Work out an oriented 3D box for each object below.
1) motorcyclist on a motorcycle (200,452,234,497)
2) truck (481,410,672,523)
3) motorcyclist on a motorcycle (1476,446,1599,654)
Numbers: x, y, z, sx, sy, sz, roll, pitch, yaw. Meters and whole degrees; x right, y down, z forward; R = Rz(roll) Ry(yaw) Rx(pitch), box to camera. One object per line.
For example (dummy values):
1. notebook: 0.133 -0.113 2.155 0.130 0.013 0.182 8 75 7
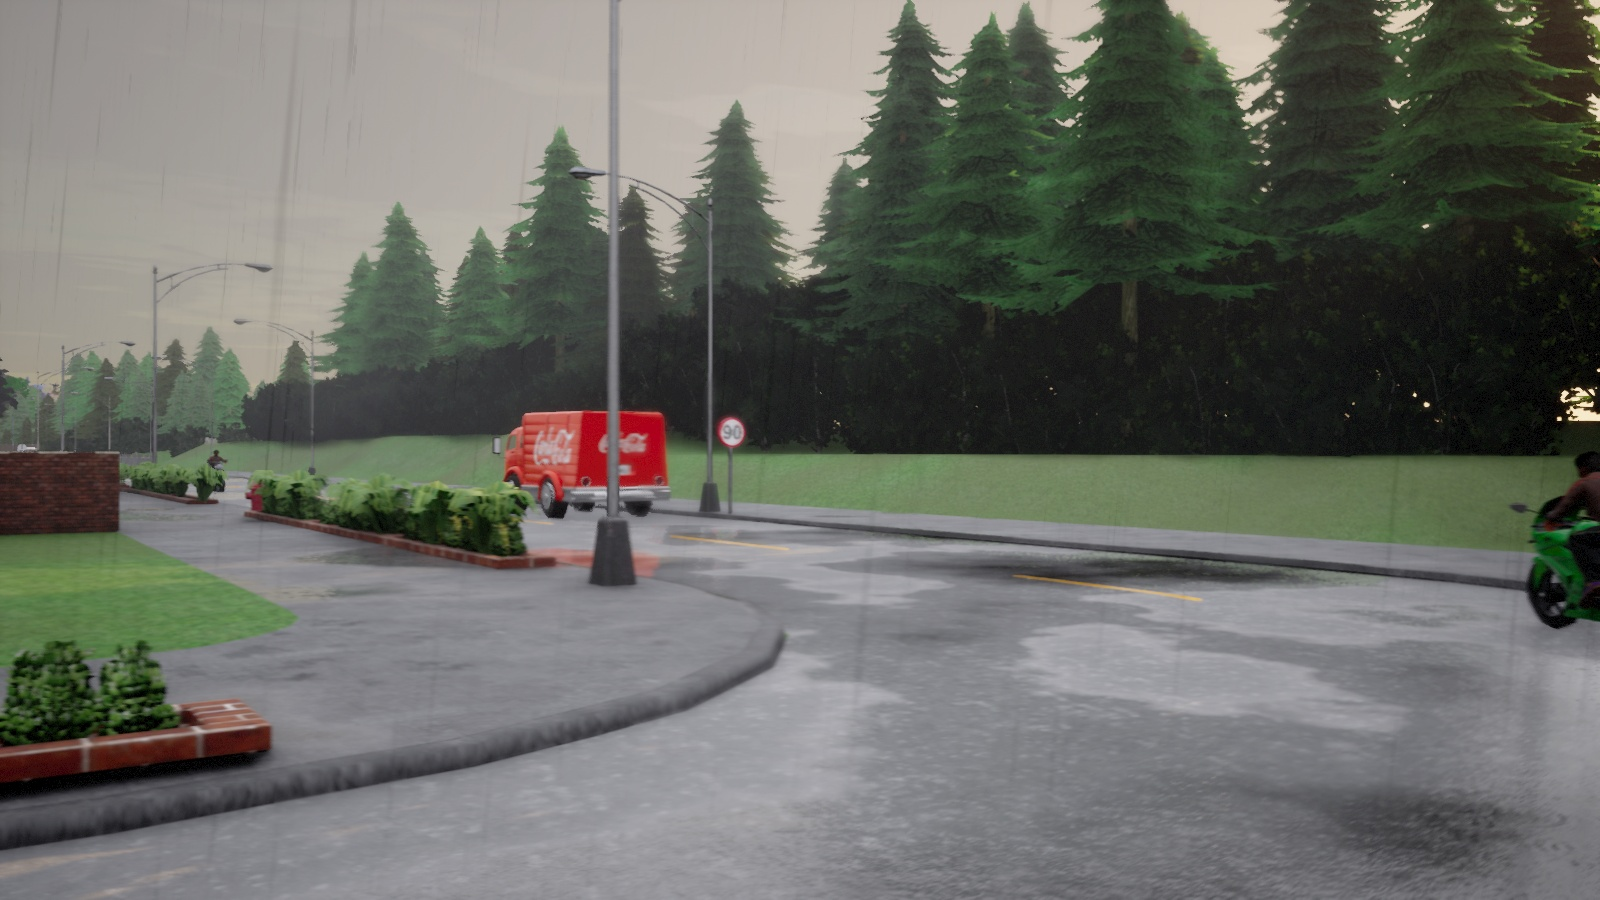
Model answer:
1. motorcyclist on a motorcycle: -21.878 0.887 47.089 0.766 1.649 2.350 0 0 -34
2. truck: -5.503 0.361 30.290 2.627 2.467 5.204 0 0 -34
3. motorcyclist on a motorcycle: 6.316 0.741 9.976 0.797 1.523 2.044 -2 0 2
